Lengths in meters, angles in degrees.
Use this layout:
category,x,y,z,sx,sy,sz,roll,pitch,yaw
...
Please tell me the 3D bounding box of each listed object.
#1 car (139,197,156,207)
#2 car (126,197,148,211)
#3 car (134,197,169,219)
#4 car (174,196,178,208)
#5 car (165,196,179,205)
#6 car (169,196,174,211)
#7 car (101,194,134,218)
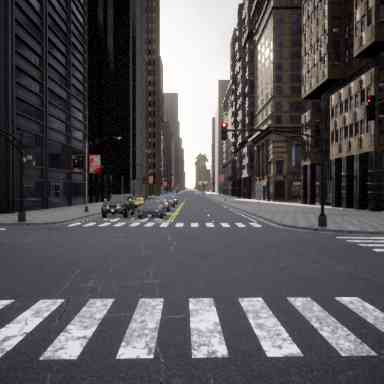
category,x,y,z,sx,sy,sz,roll,pitch,yaw
car,-6.694,1.496,50.506,1.994,1.385,4.181,0,0,0
car,-6.669,1.427,40.615,1.882,1.535,5.008,0,0,0
car,-3.403,1.323,29.007,2.097,1.767,4.553,0,0,0
car,-3.450,1.500,48.014,1.994,1.385,4.181,0,0,-1
car,-3.430,1.464,58.431,2.033,1.411,5.357,0,0,0
car,-3.423,1.480,37.989,1.812,1.442,4.674,0,0,0
car,-6.658,1.189,30.610,2.150,2.045,5.566,0,0,0
